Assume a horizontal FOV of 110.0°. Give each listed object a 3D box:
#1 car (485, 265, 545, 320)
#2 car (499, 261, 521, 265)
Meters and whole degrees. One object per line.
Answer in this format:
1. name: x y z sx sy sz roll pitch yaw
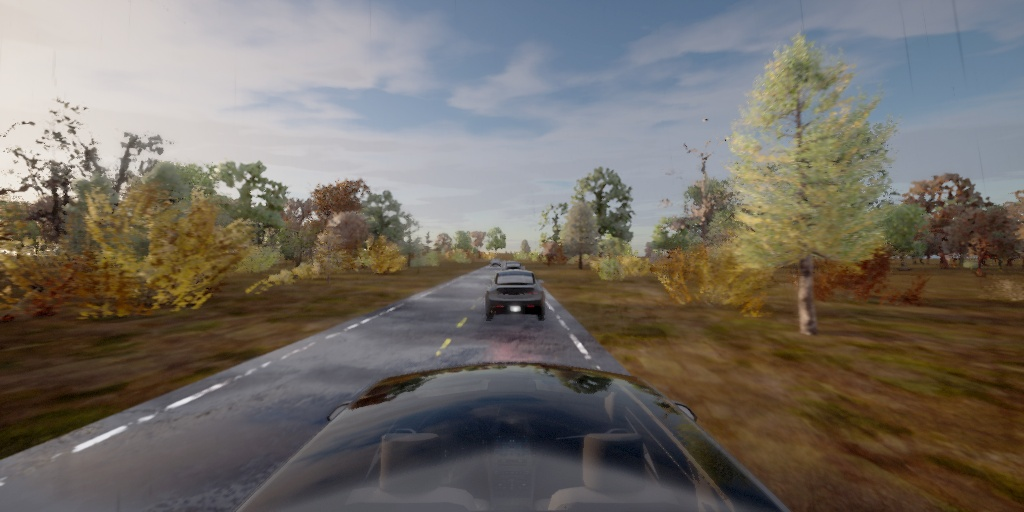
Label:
1. car: 0.099 1.251 12.592 1.837 1.490 4.892 0 0 0
2. car: 0.102 1.251 30.692 1.837 1.490 4.892 0 0 0
